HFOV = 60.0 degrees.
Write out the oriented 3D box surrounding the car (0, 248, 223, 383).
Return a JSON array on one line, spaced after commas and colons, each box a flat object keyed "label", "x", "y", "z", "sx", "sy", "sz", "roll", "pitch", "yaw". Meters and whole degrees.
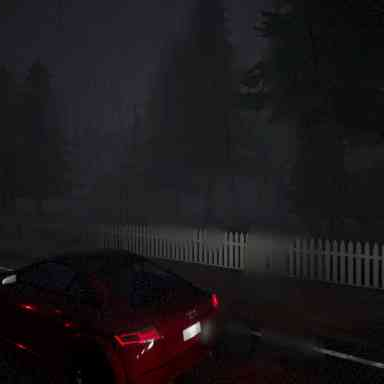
[{"label": "car", "x": -1.644, "y": 1.564, "z": 4.963, "sx": 4.181, "sy": 1.385, "sz": 1.994, "roll": 0, "pitch": 0, "yaw": 35}]
